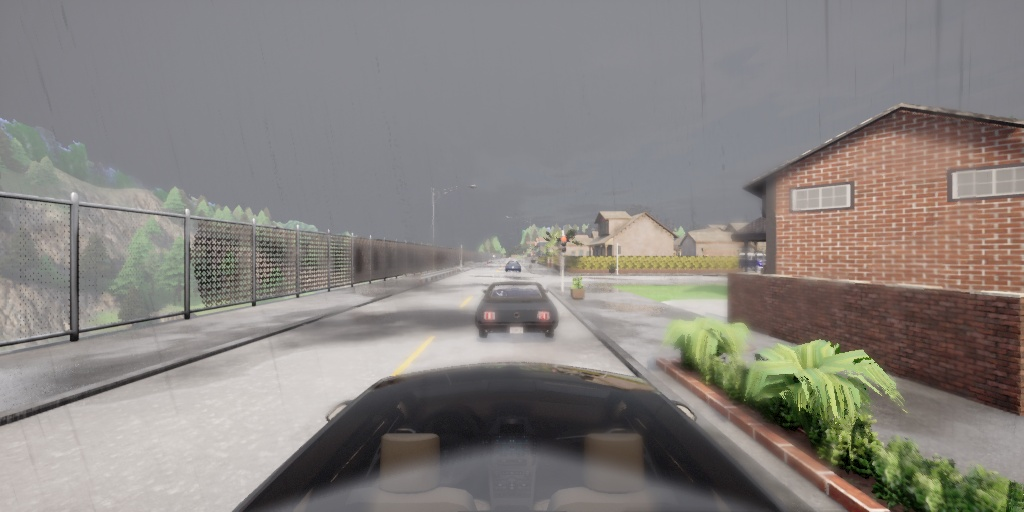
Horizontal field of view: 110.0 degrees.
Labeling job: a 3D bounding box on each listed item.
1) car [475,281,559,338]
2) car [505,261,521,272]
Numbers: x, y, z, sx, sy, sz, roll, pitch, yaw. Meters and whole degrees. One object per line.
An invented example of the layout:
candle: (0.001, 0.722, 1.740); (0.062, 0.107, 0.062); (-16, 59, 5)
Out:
car: (0.108, 1.351, 10.145); (1.895, 1.301, 4.718); (0, 0, 0)
car: (0.152, 1.314, 46.016); (1.994, 1.385, 4.181); (0, 0, 0)
